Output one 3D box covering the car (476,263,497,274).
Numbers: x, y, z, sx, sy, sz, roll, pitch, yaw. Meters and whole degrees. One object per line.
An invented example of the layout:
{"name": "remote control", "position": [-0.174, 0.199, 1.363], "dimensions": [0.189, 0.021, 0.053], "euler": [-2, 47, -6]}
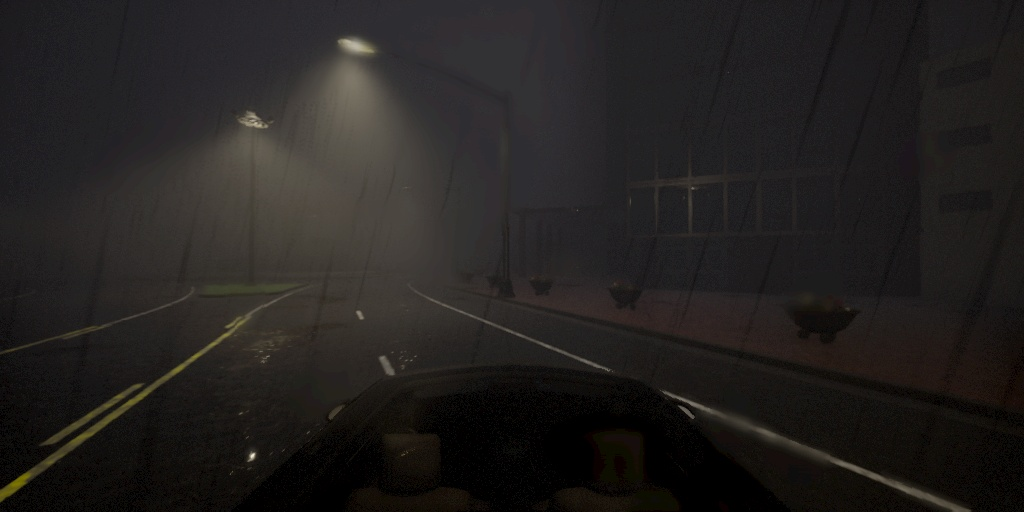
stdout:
{"name": "car", "position": [-3.658, 1.861, 54.415], "dimensions": [2.128, 1.511, 4.902], "euler": [0, -1, 26]}
